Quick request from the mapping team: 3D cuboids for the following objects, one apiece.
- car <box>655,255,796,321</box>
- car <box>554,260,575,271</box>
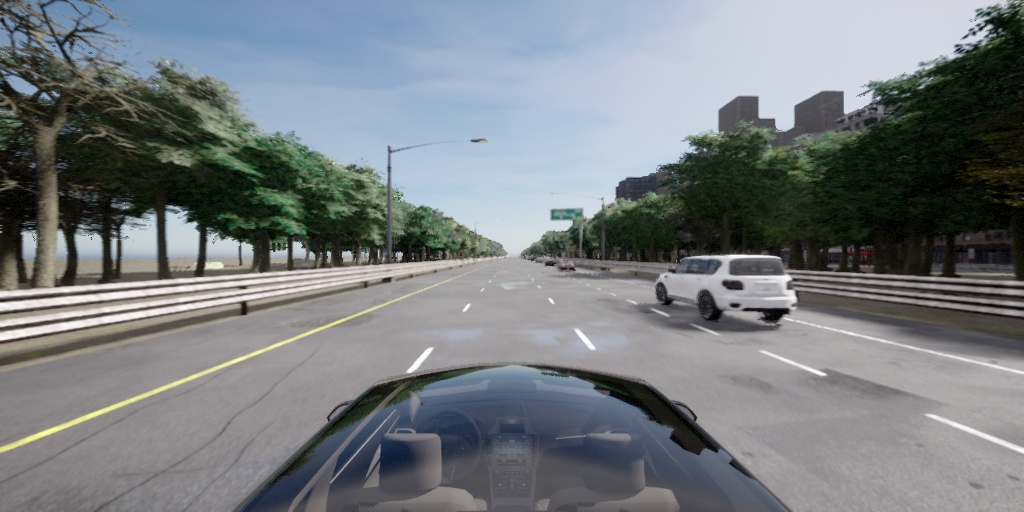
[{"bbox_3d":[6.999,0.981,12.546,2.150,2.045,5.566,0,0,0],"label":"car"},{"bbox_3d":[7.084,1.357,47.508,1.895,1.301,4.718,0,0,0],"label":"car"}]
